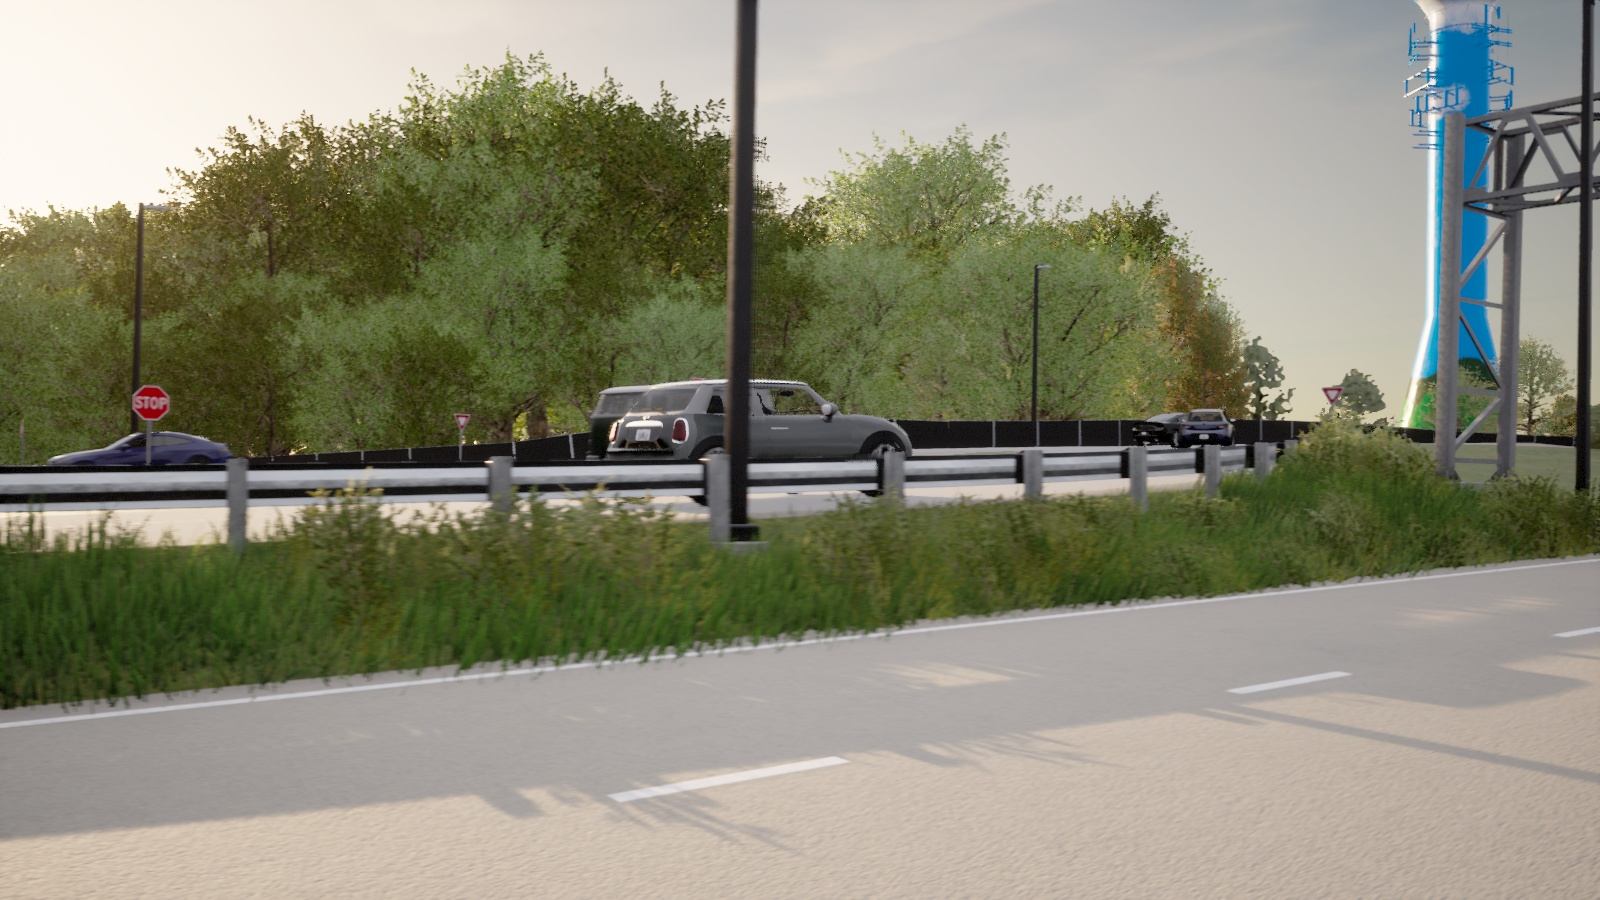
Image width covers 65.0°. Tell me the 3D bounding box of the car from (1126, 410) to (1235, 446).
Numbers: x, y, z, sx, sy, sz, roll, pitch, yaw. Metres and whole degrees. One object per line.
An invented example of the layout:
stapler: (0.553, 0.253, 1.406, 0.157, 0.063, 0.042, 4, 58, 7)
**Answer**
car: (16.781, -0.970, 55.284, 5.008, 1.535, 1.882, -1, 1, -35)

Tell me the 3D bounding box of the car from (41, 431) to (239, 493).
car: (-18.540, 0.303, 35.386, 4.674, 1.442, 1.812, -4, 2, -35)

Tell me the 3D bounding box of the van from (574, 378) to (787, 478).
van: (-2.659, -0.458, 27.648, 4.442, 1.987, 1.775, -2, 1, 33)

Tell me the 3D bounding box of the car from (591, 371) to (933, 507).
car: (-0.405, -0.161, 15.567, 3.806, 1.475, 1.970, -2, 1, -40)

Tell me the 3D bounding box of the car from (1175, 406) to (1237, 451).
car: (14.177, -0.743, 43.701, 1.816, 1.474, 4.193, 0, 1, 21)
